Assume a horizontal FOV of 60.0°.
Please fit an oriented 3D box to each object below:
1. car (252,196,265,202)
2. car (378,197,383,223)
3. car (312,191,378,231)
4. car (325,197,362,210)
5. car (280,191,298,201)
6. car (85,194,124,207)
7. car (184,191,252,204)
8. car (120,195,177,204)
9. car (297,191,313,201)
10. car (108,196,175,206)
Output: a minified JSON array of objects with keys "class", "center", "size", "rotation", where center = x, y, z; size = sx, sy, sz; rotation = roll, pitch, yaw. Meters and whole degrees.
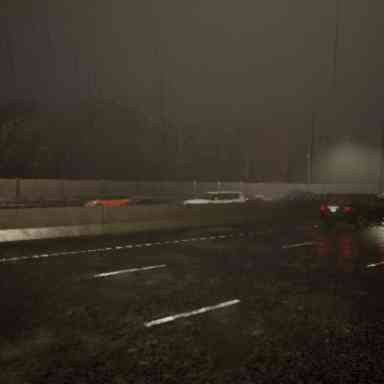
[{"class":"car","center":[7.328,1.204,43.553],"size":[4.718,1.301,1.895],"rotation":[0,1,-35]},{"class":"car","center":[11.911,1.094,16.666],"size":[5.566,2.045,2.150],"rotation":[0,1,-36]},{"class":"car","center":[9.778,1.062,19.444],"size":[5.566,2.045,2.150],"rotation":[0,1,-36]},{"class":"car","center":[17.192,1.252,37.678],"size":[4.181,1.385,1.994],"rotation":[0,1,-35]},{"class":"car","center":[14.126,0.841,44.065],"size":[5.566,2.045,2.150],"rotation":[0,0,-35]},{"class":"car","center":[-8.057,1.014,32.614],"size":[4.553,1.767,2.097],"rotation":[0,1,-35]},{"class":"car","center":[1.883,0.970,26.797],"size":[5.566,2.045,2.150],"rotation":[0,0,-35]},{"class":"car","center":[-3.880,1.235,31.290],"size":[5.357,1.411,2.033],"rotation":[0,1,-35]},{"class":"car","center":[15.489,1.004,40.749],"size":[4.553,1.767,2.097],"rotation":[0,1,-35]},{"class":"car","center":[-4.021,1.255,26.903],"size":[4.674,1.442,1.812],"rotation":[0,1,-35]}]
